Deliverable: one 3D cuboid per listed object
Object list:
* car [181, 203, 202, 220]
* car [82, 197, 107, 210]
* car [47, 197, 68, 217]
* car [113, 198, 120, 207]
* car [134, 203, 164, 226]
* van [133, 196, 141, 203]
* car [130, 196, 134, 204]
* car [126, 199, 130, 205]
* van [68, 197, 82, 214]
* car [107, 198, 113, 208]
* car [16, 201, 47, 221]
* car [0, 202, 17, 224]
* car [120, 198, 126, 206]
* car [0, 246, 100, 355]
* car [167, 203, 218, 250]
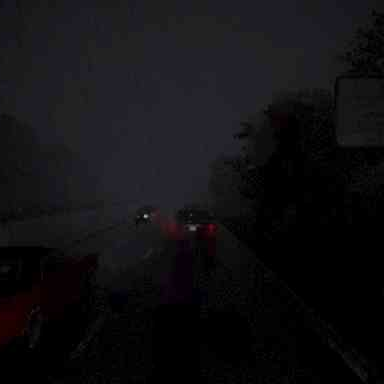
[{"bbox_3d":[-0.065,1.836,32.361,1.837,1.490,4.892,0,-1,0],"label":"car"},{"bbox_3d":[-15.724,1.750,52.529,2.435,2.045,5.566,0,-1,0],"label":"car"},{"bbox_3d":[-15.597,1.702,35.888,2.185,1.767,4.553,0,-1,0],"label":"car"},{"bbox_3d":[-15.808,2.116,63.485,2.231,1.521,4.892,0,-1,0],"label":"car"},{"bbox_3d":[-3.290,1.818,26.096,2.033,1.411,5.357,0,-1,0],"label":"car"},{"bbox_3d":[-16.017,2.177,91.113,1.878,1.987,4.442,0,-1,0],"label":"van"},{"bbox_3d":[-15.934,2.329,80.180,2.002,1.452,4.674,0,-1,0],"label":"car"},{"bbox_3d":[-15.891,2.105,74.561,2.185,1.767,4.553,0,-1,0],"label":"car"},{"bbox_3d":[-15.638,1.658,41.266,1.878,1.987,4.442,0,-1,0],"label":"van"},{"bbox_3d":[-15.765,2.057,57.959,2.097,1.535,5.008,0,-1,0],"label":"car"},{"bbox_3d":[-15.555,1.644,30.363,2.185,1.767,4.553,0,-1,0],"label":"car"},{"bbox_3d":[-15.514,1.753,24.933,2.002,1.452,4.674,0,-1,0],"label":"car"},{"bbox_3d":[-15.849,2.047,69.036,2.185,1.767,4.553,0,-1,0],"label":"car"},{"bbox_3d":[-3.207,1.668,6.225,1.895,1.301,4.718,0,-1,0],"label":"car"},{"bbox_3d":[0.020,1.509,15.351,2.097,1.767,4.553,0,-1,0],"label":"car"}]
